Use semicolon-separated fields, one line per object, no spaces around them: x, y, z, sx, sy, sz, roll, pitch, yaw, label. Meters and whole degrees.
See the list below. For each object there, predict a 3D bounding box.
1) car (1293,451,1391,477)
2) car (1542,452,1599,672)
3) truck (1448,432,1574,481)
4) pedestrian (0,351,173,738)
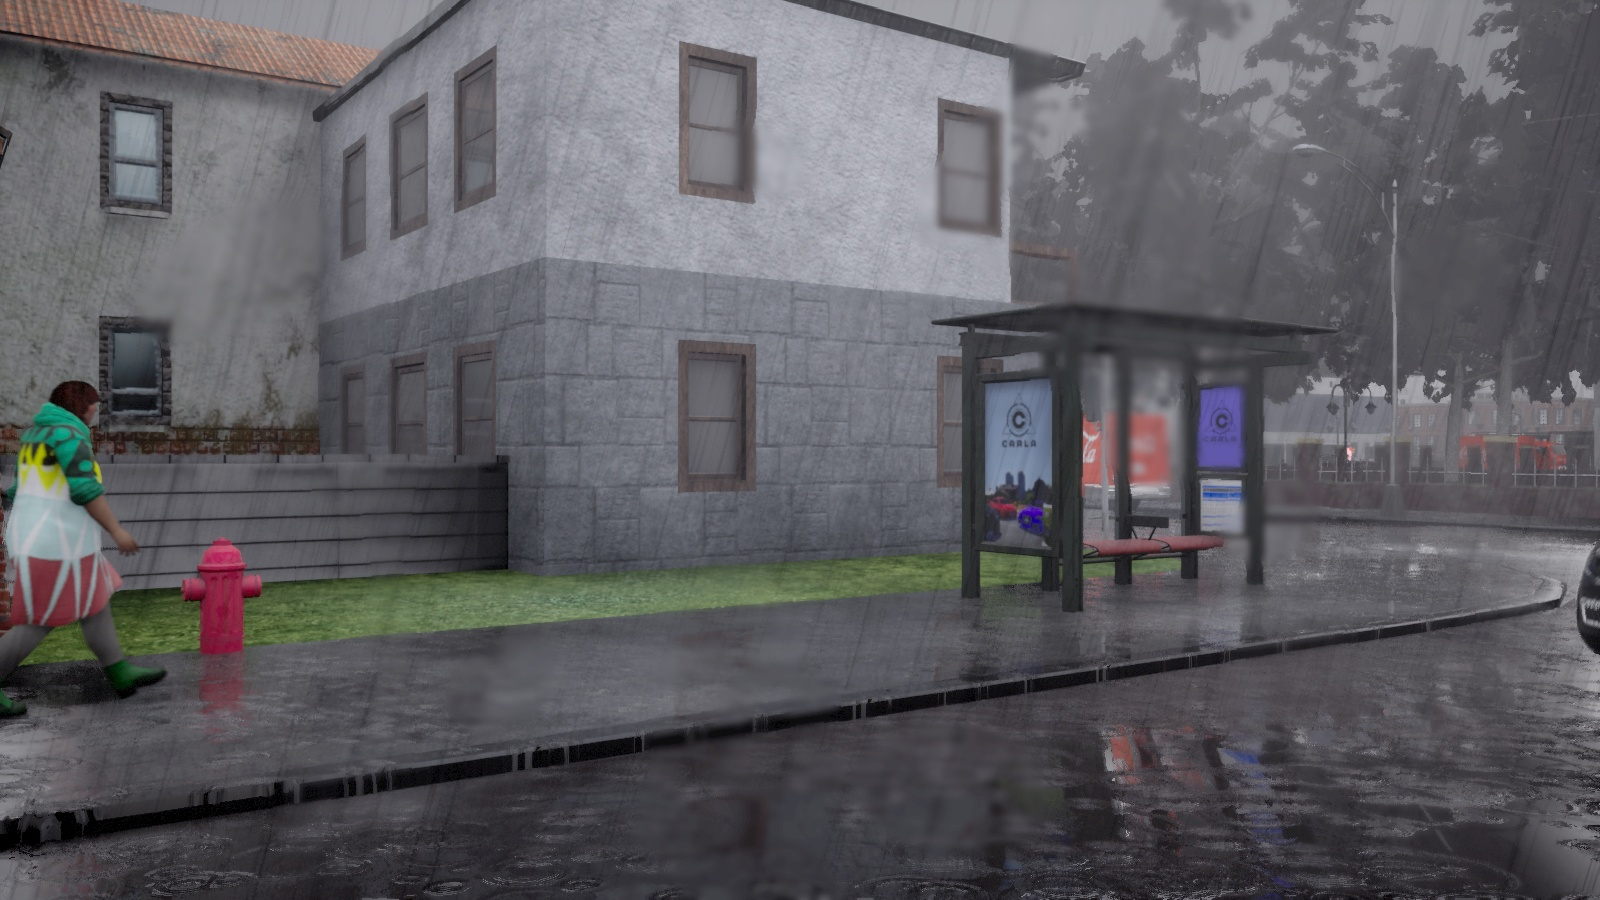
32.083;0.815;74.473;2.128;1.511;4.902;0;0;-35;car
7.652;0.757;9.647;4.892;1.490;1.837;0;0;-40;car
37.659;0.341;66.607;2.627;2.467;5.204;0;0;-35;truck
-3.976;0.480;6.829;0.873;1.952;0.659;0;0;-42;pedestrian
